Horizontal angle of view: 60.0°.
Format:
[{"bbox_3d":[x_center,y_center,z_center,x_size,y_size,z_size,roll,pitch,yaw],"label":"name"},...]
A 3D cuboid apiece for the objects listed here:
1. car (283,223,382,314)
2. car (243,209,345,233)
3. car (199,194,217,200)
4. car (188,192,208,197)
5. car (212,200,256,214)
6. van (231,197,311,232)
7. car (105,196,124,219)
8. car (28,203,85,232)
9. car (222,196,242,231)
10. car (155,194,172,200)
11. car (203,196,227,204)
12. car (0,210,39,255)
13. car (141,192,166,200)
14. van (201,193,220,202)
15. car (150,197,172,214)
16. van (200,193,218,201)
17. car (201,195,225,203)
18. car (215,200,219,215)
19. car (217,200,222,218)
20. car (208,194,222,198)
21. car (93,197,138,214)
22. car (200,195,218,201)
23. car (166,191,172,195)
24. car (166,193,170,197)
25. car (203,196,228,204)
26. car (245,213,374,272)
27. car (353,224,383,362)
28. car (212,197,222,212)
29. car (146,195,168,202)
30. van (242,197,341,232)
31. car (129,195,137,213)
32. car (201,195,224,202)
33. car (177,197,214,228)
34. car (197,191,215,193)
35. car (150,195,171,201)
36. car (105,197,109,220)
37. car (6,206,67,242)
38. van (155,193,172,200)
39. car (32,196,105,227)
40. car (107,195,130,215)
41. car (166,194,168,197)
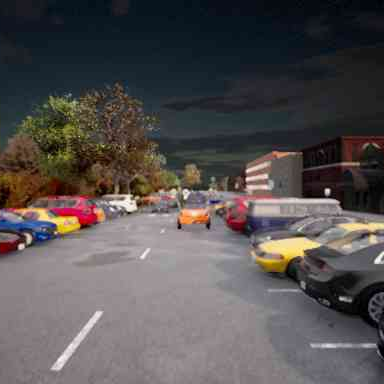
[{"bbox_3d":[4.542,1.507,6.363,4.892,1.521,2.231,0,0,0],"label":"car"},{"bbox_3d":[4.561,1.527,11.929,4.892,1.521,2.231,0,0,0],"label":"car"},{"bbox_3d":[4.562,1.415,94.101,5.008,1.535,2.097,0,1,0],"label":"car"},{"bbox_3d":[0.458,1.364,40.593,2.150,2.045,5.566,0,-1,5],"label":"car"},{"bbox_3d":[4.571,1.649,36.836,4.674,1.452,2.002,-1,0,0],"label":"car"},{"bbox_3d":[4.681,1.328,20.155,4.442,1.987,1.878,0,0,0],"label":"van"},{"bbox_3d":[-8.536,1.455,28.519,4.553,1.767,2.185,0,0,0],"label":"car"},{"bbox_3d":[-8.704,1.541,17.380,5.366,1.575,1.946,0,0,0],"label":"car"},{"bbox_3d":[4.590,1.294,17.496,5.566,2.045,2.435,0,0,0],"label":"car"},{"bbox_3d":[-8.046,1.444,94.097,4.792,1.488,2.163,0,1,0],"label":"car"},{"bbox_3d":[4.444,1.538,65.823,4.674,1.452,2.002,0,0,0],"label":"car"},{"bbox_3d":[-8.495,1.555,11.933,4.792,1.488,2.163,0,0,0],"label":"car"},{"bbox_3d":[-8.102,1.371,65.837,4.553,1.767,2.185,0,0,0],"label":"car"},{"bbox_3d":[4.385,1.292,79.953,4.442,1.987,1.878,0,0,0],"label":"van"},{"bbox_3d":[-3.452,1.643,37.838,1.837,1.490,4.892,0,-1,1],"label":"car"},{"bbox_3d":[4.407,1.296,85.483,4.442,1.987,1.878,0,0,0],"label":"van"},{"bbox_3d":[4.474,1.506,71.475,5.008,1.535,2.097,0,0,0],"label":"car"},{"bbox_3d":[4.573,1.622,28.628,4.674,1.452,2.002,0,0,0],"label":"car"},{"bbox_3d":[4.601,1.602,25.845,4.792,1.488,2.163,0,0,0],"label":"car"},{"bbox_3d":[4.395,1.520,60.171,4.792,1.488,2.163,0,0,0],"label":"car"},{"bbox_3d":[-8.463,1.483,37.000,4.553,1.767,2.185,0,0,0],"label":"car"},{"bbox_3d":[4.532,1.542,88.442,4.674,1.452,2.002,0,1,0],"label":"car"},{"bbox_3d":[-8.036,1.269,82.655,5.566,2.045,2.435,0,0,0],"label":"car"},{"bbox_3d":[-8.105,1.510,74.309,4.892,1.521,2.231,0,0,0],"label":"car"},{"bbox_3d":[4.433,1.534,62.998,4.674,1.452,2.002,0,0,0],"label":"car"},{"bbox_3d":[4.366,1.513,9.146,5.366,1.575,1.946,0,0,0],"label":"car"},{"bbox_3d":[4.576,1.370,3.578,4.553,1.767,2.185,0,0,0],"label":"car"},{"bbox_3d":[4.768,1.597,34.194,5.366,1.575,1.946,0,0,0],"label":"car"},{"bbox_3d":[-8.057,1.542,77.007,4.792,1.488,2.163,0,0,0],"label":"car"},{"bbox_3d":[4.675,1.310,14.713,4.442,1.987,1.878,0,0,0],"label":"van"},{"bbox_3d":[-8.526,1.348,34.215,5.566,2.045,2.435,0,0,0],"label":"car"},{"bbox_3d":[4.474,1.510,74.300,5.008,1.535,2.097,0,0,0],"label":"car"},{"bbox_3d":[0.129,1.433,22.757,2.097,1.767,4.553,0,0,0],"label":"car"},{"bbox_3d":[4.519,1.263,77.127,5.566,2.045,2.435,0,0,0],"label":"car"},{"bbox_3d":[-8.046,1.521,85.490,5.008,1.535,2.097,0,0,0],"label":"car"},{"bbox_3d":[-8.480,1.437,23.074,4.553,1.767,2.185,0,0,0],"label":"car"},{"bbox_3d":[-8.527,1.535,14.720,5.008,1.535,2.097,0,0,0],"label":"car"},{"bbox_3d":[-7.908,1.234,91.266,4.442,1.987,1.878,0,1,0],"label":"van"},{"bbox_3d":[-8.543,1.301,20.165,5.566,2.045,2.435,0,0,0],"label":"car"},{"bbox_3d":[-8.532,1.464,31.304,4.553,1.767,2.185,0,0,0],"label":"car"},{"bbox_3d":[-8.117,1.500,68.537,5.008,1.535,2.097,0,0,0],"label":"car"}]
